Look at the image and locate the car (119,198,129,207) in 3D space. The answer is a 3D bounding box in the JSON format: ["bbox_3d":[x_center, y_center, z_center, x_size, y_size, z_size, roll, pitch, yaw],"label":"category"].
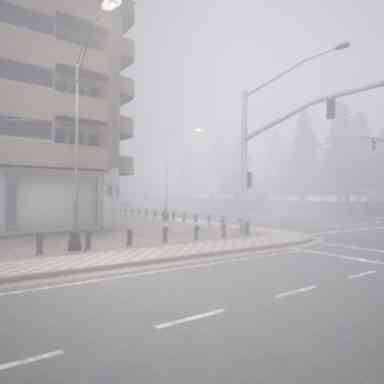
[{"bbox_3d":[-12.247,1.806,55.988,1.837,1.490,4.892,1,-1,-35],"label":"car"}]
